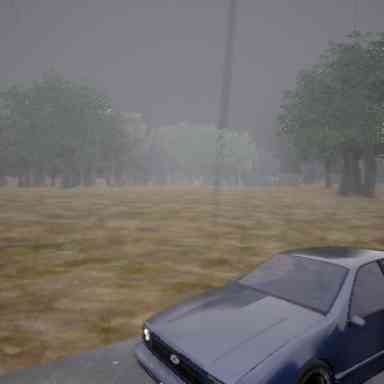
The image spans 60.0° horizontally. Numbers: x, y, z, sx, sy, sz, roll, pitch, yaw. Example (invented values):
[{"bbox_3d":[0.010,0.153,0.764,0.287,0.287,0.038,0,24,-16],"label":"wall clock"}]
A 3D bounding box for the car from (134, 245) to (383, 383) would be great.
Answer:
[{"bbox_3d":[1.965,1.526,4.682,5.357,1.411,2.033,0,0,-34],"label":"car"}]
